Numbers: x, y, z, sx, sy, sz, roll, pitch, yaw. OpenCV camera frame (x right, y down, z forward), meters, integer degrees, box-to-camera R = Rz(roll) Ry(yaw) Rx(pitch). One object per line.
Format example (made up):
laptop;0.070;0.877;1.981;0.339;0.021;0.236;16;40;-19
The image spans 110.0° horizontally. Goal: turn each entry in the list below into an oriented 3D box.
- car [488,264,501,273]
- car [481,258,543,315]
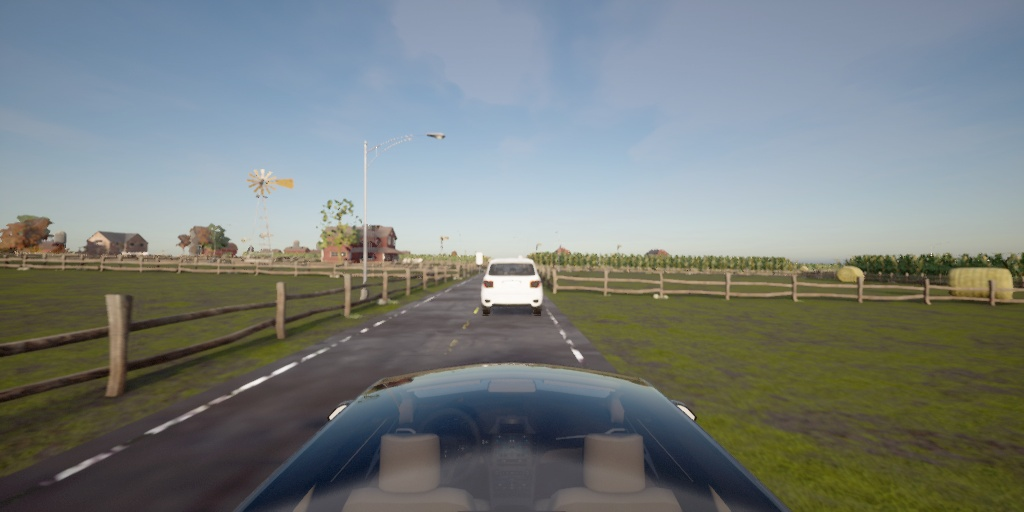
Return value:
car;-2.791;1.969;57.670;1.895;1.301;4.718;0;-1;0
car;0.004;1.111;14.468;2.150;2.045;5.566;0;0;0
